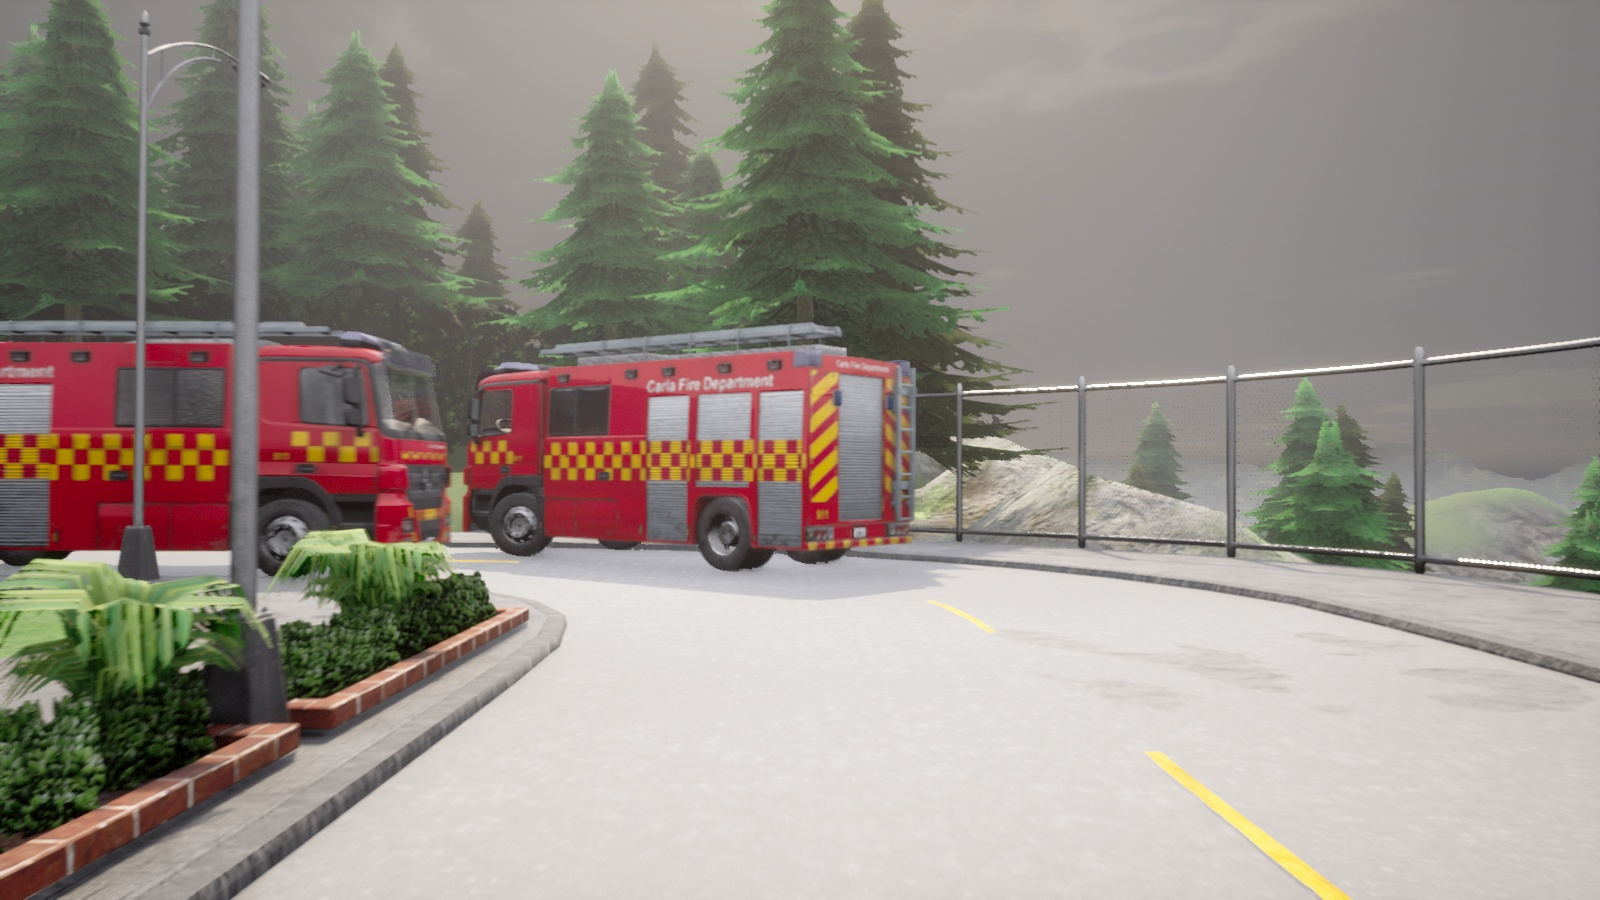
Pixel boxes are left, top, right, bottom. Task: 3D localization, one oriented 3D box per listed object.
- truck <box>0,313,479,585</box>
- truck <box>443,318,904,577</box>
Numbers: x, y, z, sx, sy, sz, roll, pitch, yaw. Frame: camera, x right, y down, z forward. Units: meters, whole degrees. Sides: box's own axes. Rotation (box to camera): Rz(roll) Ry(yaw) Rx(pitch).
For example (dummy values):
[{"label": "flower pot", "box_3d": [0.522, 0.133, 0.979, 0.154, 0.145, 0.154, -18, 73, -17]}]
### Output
[{"label": "truck", "box_3d": [-9.530, 0.011, 19.278, 8.468, 3.827, 2.891, 0, -1, 0]}, {"label": "truck", "box_3d": [-2.515, 0.035, 22.298, 8.468, 3.827, 2.891, -1, -1, 38]}]
